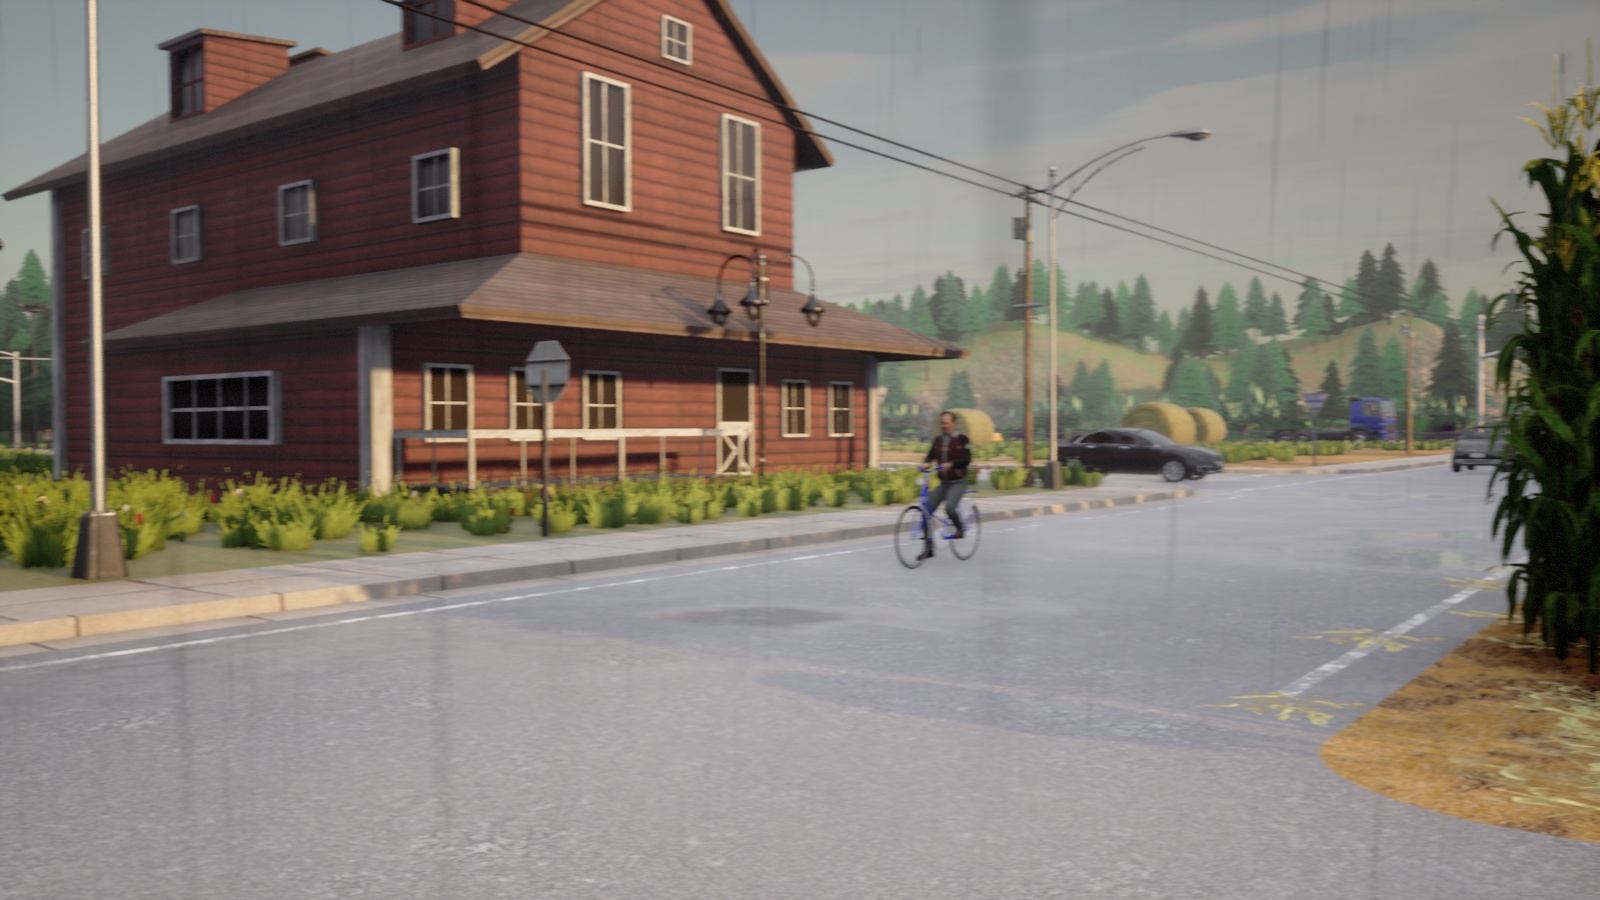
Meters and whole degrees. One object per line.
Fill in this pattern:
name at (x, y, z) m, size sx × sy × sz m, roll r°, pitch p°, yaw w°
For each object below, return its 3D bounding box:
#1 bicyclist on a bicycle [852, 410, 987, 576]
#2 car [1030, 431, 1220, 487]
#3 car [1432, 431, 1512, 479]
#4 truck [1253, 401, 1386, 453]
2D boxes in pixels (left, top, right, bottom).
bicyclist on a bicycle at (1.394, 0.451, 14.346) m, size 0.659 × 1.776 × 1.843 m, roll 1°, pitch 1°, yaw 37°
car at (9.210, 0.206, 35.811) m, size 4.892 × 1.490 × 1.837 m, roll 1°, pitch 1°, yaw 36°
car at (22.649, 0.131, 42.276) m, size 1.789 × 1.549 × 3.705 m, roll 1°, pitch 1°, yaw 37°
truck at (35.671, -1.597, 86.472) m, size 7.936 × 3.462 × 2.891 m, roll 1°, pitch 1°, yaw 40°
